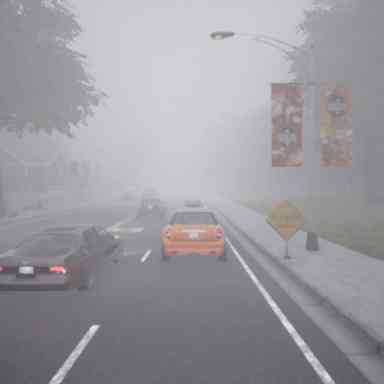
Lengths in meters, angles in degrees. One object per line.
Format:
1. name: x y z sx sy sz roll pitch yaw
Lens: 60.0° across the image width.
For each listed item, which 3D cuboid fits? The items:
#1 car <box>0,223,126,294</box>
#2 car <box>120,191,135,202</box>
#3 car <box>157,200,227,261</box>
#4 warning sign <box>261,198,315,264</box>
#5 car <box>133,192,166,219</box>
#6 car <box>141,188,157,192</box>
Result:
1. car: -3.204 1.562 8.995 2.033 1.411 5.357 0 0 1
2. car: -9.802 0.628 51.360 1.882 1.535 5.008 0 1 0
3. car: 0.071 1.355 12.409 2.097 1.767 4.553 0 0 0
4. warning sign: 2.846 1.130 10.018 1.300 1.860 1.060 -1 0 0
5. car: -3.175 1.174 27.325 2.097 1.767 4.553 0 1 0
6. car: -6.553 0.363 51.698 2.150 2.045 5.566 0 2 0
